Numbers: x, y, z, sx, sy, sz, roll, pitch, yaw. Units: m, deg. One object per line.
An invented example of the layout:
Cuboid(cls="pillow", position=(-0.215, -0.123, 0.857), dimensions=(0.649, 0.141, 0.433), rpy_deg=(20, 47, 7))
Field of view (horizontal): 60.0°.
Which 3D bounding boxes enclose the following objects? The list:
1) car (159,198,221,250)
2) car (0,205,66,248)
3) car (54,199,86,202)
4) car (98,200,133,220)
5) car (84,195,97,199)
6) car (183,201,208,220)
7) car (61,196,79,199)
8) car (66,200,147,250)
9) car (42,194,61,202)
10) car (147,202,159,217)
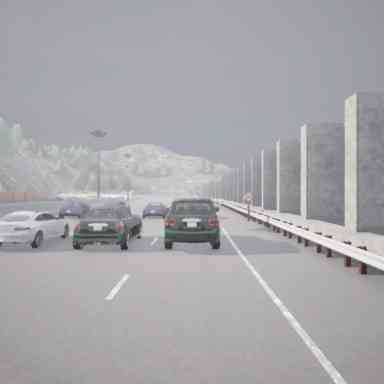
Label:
Cuboid(cls="car", position=(0.026, 1.255, 14.517), dimensions=(2.150, 2.045, 5.566), rpy_deg=(0, 0, 1))
Cuboid(cls="car", position=(-6.974, 1.530, 14.559), dimensions=(1.812, 1.442, 4.674), rpy_deg=(0, 0, 1))
Cuboid(cls="car", position=(-10.161, 1.570, 29.520), dimensions=(1.994, 1.385, 4.181), rpy_deg=(0, 0, 1))
Cuboid(cls="car", position=(-6.662, 1.514, 29.436), dimensions=(1.837, 1.490, 4.892), rpy_deg=(0, 0, 1))
Cuboid(cls="car", position=(-20.461, 1.471, 66.980), dimensions=(1.882, 1.535, 5.008), rpy_deg=(0, 0, -2))
Cuboid(cls="car", position=(0.336, 1.561, 29.268), dimensions=(2.033, 1.411, 5.357), rpy_deg=(0, 0, 1))
Cuboid(cls="car", position=(-23.950, 1.519, 66.675), dimensions=(1.812, 1.442, 4.674), rpy_deg=(0, 0, -2))
Cuboid(cls="car", position=(-3.474, 1.363, 14.493), dimensions=(2.097, 1.767, 4.553), rpy_deg=(0, 0, 1))
Cuboid(cls="car", position=(-27.439, 1.474, 66.369), dimensions=(1.882, 1.535, 5.008), rpy_deg=(0, 0, -2))
Cuboid(cls="car", position=(-3.163, 1.570, 29.352), dimensions=(1.994, 1.385, 4.181), rpy_deg=(0, 0, 1))
